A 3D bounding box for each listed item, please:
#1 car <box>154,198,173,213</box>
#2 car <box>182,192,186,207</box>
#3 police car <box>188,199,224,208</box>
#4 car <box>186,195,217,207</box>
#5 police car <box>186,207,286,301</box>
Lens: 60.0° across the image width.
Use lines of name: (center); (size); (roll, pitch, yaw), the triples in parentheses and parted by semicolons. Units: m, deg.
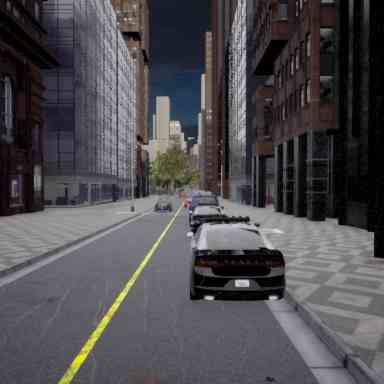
car: (-3.142, 1.472, 37.391); (1.837, 1.490, 4.892); (0, 0, 0)
car: (-0.006, 1.302, 48.728); (2.097, 1.767, 4.553); (0, 0, 0)
police car: (0.879, 1.414, 18.500); (1.930, 1.638, 5.238); (0, 0, 0)
car: (0.873, 1.208, 24.419); (2.150, 2.045, 5.566); (0, 0, 0)
police car: (0.891, 1.421, 8.499); (1.930, 1.638, 5.238); (0, 0, 0)
